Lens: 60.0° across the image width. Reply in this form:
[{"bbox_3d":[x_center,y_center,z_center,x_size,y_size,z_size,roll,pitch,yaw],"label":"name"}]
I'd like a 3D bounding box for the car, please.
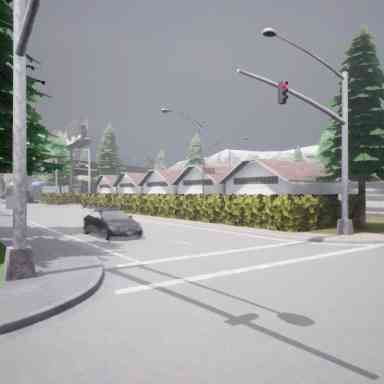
[{"bbox_3d":[-4.226,1.594,17.141,1.812,1.442,4.674,0,1,-36],"label":"car"}]
